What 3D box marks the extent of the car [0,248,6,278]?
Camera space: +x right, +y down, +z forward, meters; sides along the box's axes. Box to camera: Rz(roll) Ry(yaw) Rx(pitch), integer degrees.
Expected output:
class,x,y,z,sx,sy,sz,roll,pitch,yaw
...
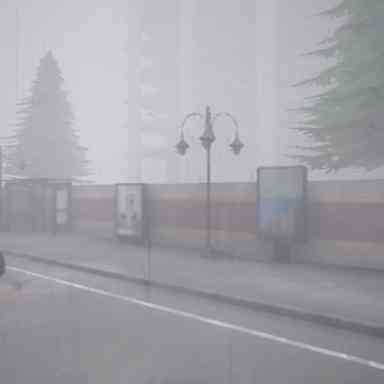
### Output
class,x,y,z,sx,sy,sz,roll,pitch,yaw
car,-6.701,1.574,8.652,4.181,1.385,1.994,0,0,35
